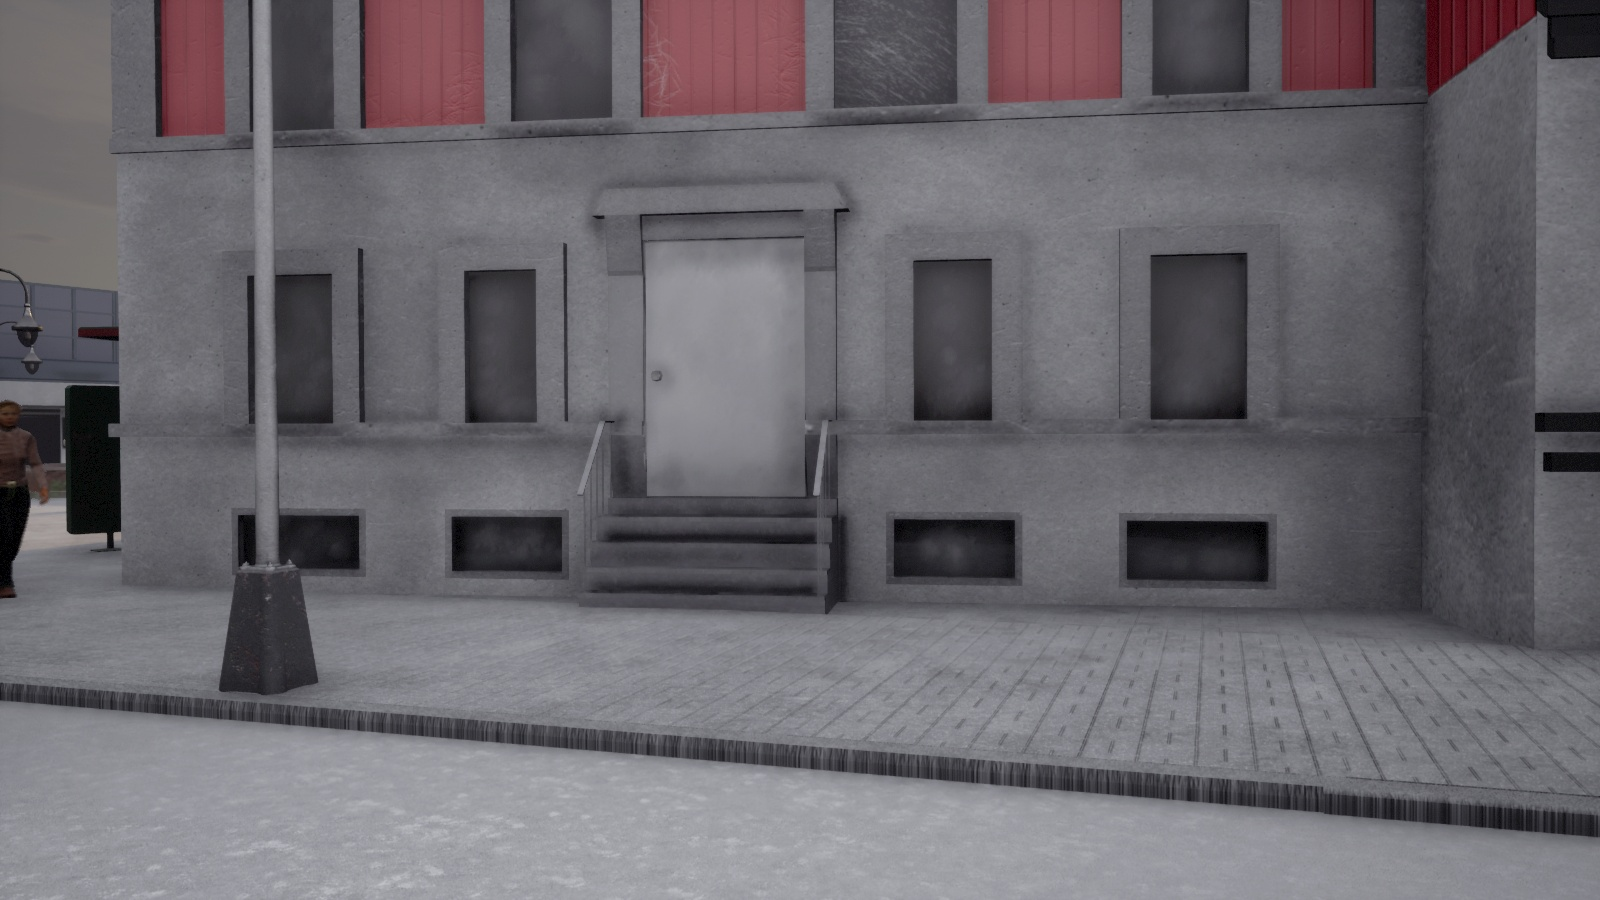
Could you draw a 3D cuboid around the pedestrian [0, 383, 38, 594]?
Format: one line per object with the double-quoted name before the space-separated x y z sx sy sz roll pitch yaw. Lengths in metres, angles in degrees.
"pedestrian" -7.132 0.329 11.288 0.634 1.846 0.331 1 1 44
